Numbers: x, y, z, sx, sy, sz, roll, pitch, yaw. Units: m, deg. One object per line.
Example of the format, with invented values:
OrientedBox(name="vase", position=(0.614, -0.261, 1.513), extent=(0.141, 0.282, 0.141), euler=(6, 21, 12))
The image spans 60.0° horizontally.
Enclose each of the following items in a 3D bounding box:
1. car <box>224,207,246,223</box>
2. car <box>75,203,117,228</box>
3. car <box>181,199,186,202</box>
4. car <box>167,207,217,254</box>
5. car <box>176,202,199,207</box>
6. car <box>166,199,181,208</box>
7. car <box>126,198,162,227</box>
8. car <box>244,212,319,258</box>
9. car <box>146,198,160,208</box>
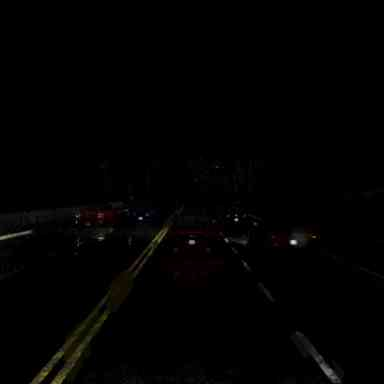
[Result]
OrientedBox(name="car", position=(3.670, 1.910, 28.214), extent=(1.895, 1.301, 4.718), euler=(0, -1, 5))
OrientedBox(name="car", position=(-7.034, 1.621, 24.741), extent=(2.097, 1.767, 4.553), euler=(0, -1, 0))
OrientedBox(name="car", position=(-3.324, 2.419, 82.572), extent=(1.895, 1.301, 4.718), euler=(0, -1, -27))
OrientedBox(name="car", position=(0.013, 1.634, 14.224), extent=(1.882, 1.535, 5.008), euler=(0, 0, 0))
OrientedBox(name="car", position=(-0.011, 1.848, 27.502), extent=(2.033, 1.411, 5.357), euler=(0, -1, 0))
OrientedBox(name="car", position=(-3.588, 2.169, 61.166), extent=(1.837, 1.490, 4.892), euler=(0, 0, 1))
OrientedBox(name="car", position=(-3.526, 1.506, 25.624), extent=(2.150, 2.045, 5.566), euler=(0, -1, 0))
OrientedBox(name="car", position=(3.508, 1.713, 13.439), extent=(1.994, 1.385, 4.181), euler=(0, -1, 0))
OrientedBox(name="car", position=(-7.088, 2.018, 61.211), extent=(2.097, 1.767, 4.553), euler=(0, -1, 1))
